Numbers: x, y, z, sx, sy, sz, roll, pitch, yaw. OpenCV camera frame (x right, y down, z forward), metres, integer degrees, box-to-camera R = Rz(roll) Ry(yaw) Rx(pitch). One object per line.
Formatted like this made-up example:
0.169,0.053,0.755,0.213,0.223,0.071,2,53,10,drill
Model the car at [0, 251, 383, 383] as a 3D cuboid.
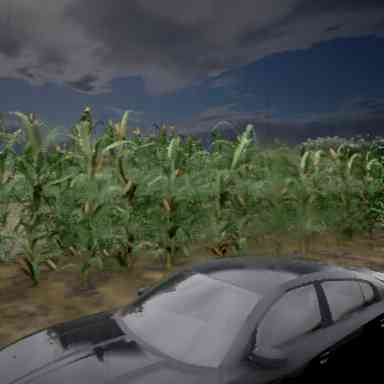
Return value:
0.534,1.467,3.446,5.008,1.535,1.882,0,0,-35,car
